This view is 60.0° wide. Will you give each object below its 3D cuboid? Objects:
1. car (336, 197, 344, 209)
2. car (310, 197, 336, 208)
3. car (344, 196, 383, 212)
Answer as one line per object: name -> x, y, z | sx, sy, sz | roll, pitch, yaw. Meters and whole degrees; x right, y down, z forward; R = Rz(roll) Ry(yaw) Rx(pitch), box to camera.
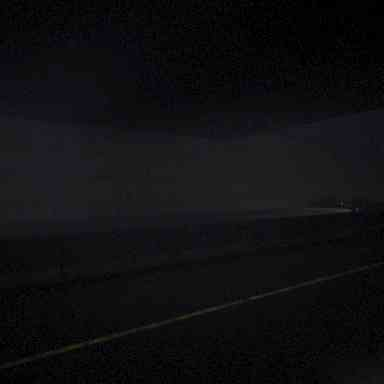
car -> 19.601, 1.239, 39.430 | 4.892, 1.490, 1.837 | 0, 0, -35
car -> 17.231, 1.284, 42.041 | 5.357, 1.411, 2.033 | 0, 0, -35
car -> 18.035, 1.365, 34.028 | 4.718, 1.301, 1.895 | 0, 0, -35
